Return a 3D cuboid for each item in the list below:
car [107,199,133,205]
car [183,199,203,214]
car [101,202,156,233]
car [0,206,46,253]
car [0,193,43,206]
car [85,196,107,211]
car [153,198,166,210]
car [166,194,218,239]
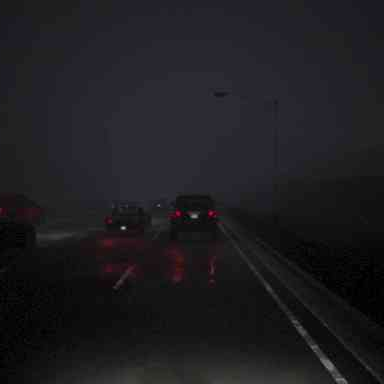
[{"bbox_3d":[-6.850,1.374,33.743,1.895,1.301,4.718,0,0,0],"label":"car"},{"bbox_3d":[0.149,1.374,33.730,1.895,1.301,4.718,0,0,0],"label":"car"},{"bbox_3d":[-3.396,1.475,18.681,1.895,1.301,4.718,0,0,0],"label":"car"},{"bbox_3d":[-6.901,1.419,10.829,2.128,1.511,4.902,0,0,0],"label":"car"},{"bbox_3d":[-10.395,1.094,18.887,2.150,2.045,5.566,0,0,0],"label":"car"},{"bbox_3d":[-10.335,1.230,36.872,1.882,1.535,5.008,0,0,0],"label":"car"},{"bbox_3d":[-3.339,1.322,35.934,1.994,1.385,4.181,0,0,0],"label":"car"},{"bbox_3d":[0.103,1.108,16.803,2.150,2.045,5.566,0,0,0],"label":"car"}]
